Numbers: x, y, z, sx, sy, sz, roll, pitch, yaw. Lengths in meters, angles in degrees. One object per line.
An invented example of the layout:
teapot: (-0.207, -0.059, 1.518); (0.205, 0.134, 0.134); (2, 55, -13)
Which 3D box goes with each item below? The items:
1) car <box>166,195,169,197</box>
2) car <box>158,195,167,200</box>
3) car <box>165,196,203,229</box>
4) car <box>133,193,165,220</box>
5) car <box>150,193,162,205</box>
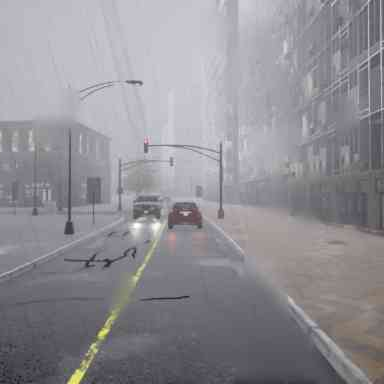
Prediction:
car: (-6.057, 1.455, 77.352); (1.882, 1.535, 5.008); (0, 0, -9)
car: (-7.781, 1.405, 87.652); (1.895, 1.301, 4.718); (0, 0, -11)
car: (-0.531, 1.356, 21.908); (2.097, 1.767, 4.553); (0, 0, -4)
car: (-3.720, 1.225, 28.404); (2.150, 2.045, 5.566); (0, 0, -3)
car: (-6.530, 1.204, 60.099); (2.150, 2.045, 5.566); (0, 1, -7)
